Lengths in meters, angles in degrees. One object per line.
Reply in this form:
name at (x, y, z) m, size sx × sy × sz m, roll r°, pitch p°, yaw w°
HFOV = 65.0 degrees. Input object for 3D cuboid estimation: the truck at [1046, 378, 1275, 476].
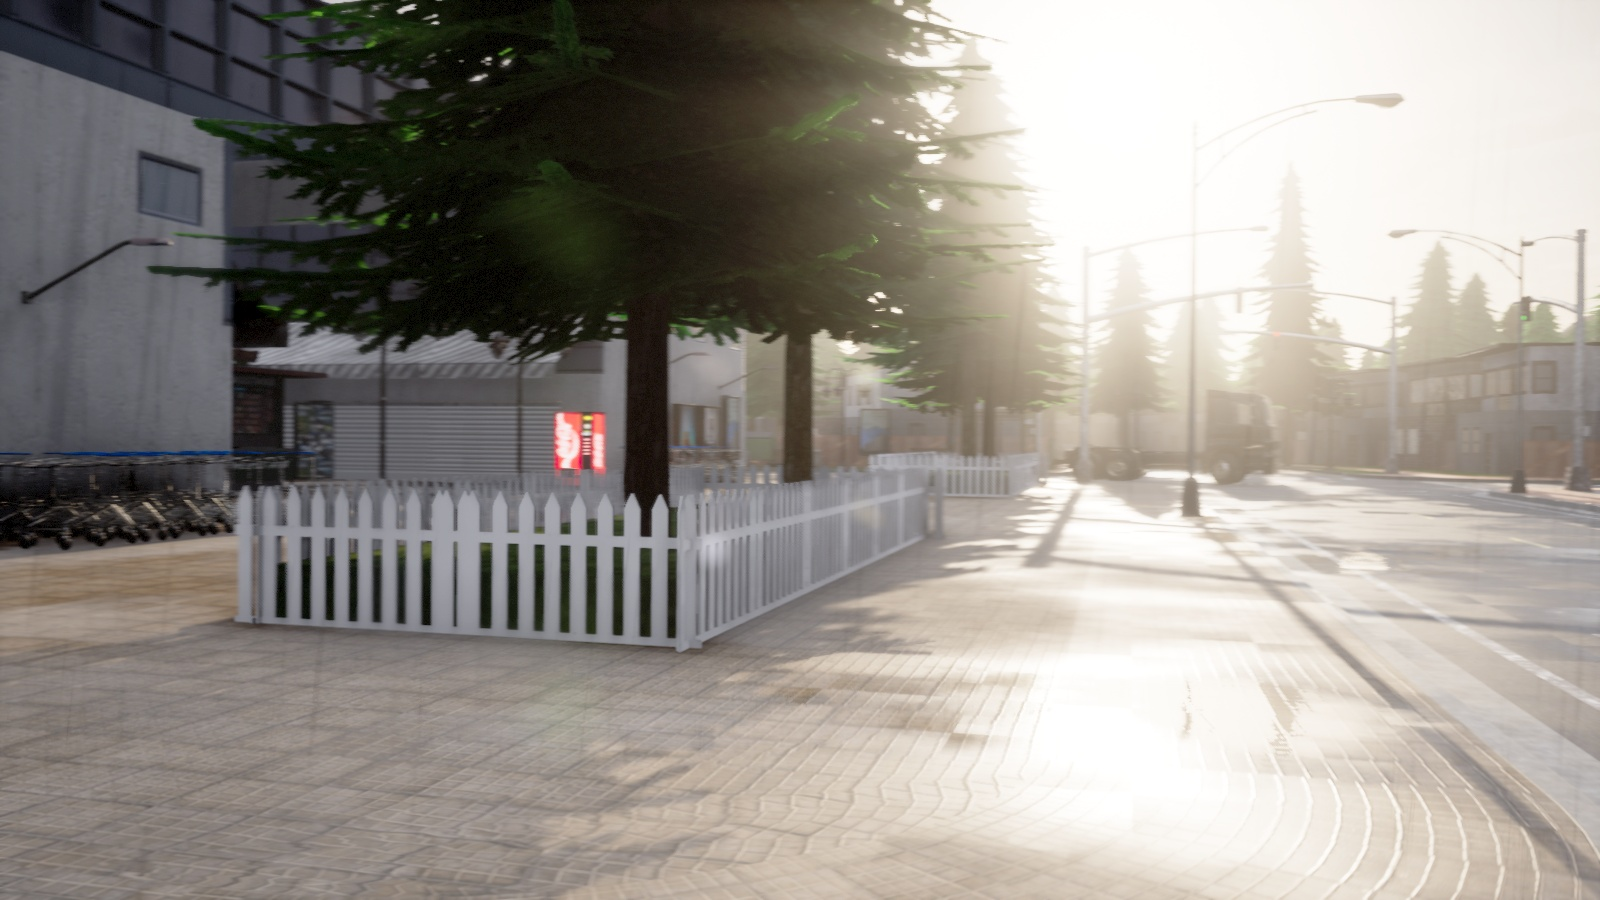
truck at (13.595, -0.798, 47.484) m, size 7.936 × 3.462 × 2.891 m, roll 0°, pitch 0°, yaw 25°

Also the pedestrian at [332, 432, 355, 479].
pedestrian at (-19.256, 0.226, 53.016) m, size 0.788 × 1.949 × 0.423 m, roll -1°, pitch 1°, yaw 18°
